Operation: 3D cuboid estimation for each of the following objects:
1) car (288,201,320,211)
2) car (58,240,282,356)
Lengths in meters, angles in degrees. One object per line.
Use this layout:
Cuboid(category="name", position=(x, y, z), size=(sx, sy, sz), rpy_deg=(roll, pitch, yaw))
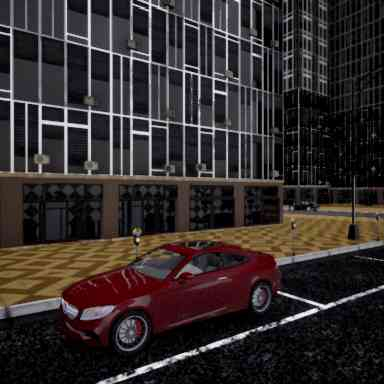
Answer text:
Cuboid(category="car", position=(15.229, 1.899, 45.337), size=(2.008, 1.369, 4.403), rpy_deg=(-1, 0, -36))
Cuboid(category="car", position=(-0.150, 1.582, 5.993), size=(4.206, 1.307, 1.802), rpy_deg=(0, 0, -36))
